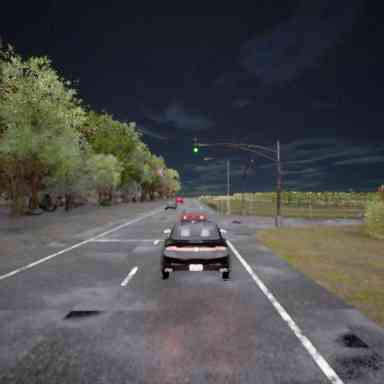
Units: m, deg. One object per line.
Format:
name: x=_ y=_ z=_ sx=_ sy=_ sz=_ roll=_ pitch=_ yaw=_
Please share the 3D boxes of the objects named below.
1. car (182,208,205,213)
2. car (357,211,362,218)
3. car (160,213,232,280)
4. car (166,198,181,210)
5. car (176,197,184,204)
car: x=0.109 y=1.929 z=26.674 sx=1.895 sy=1.301 sz=4.718 roll=0 pitch=-1 yaw=0
car: x=19.327 y=2.166 z=33.634 sx=4.902 sy=1.511 sz=2.128 roll=1 pitch=-2 yaw=0
car: x=0.103 y=1.621 z=10.382 sx=2.128 sy=1.511 sz=4.902 roll=0 pitch=-1 yaw=0
car: x=-3.379 y=2.222 z=55.658 sx=2.033 sy=1.411 sz=5.357 roll=0 pitch=-1 yaw=0
car: x=-3.465 y=2.345 z=93.388 sx=2.150 sy=2.045 sz=5.566 roll=0 pitch=-1 yaw=0
